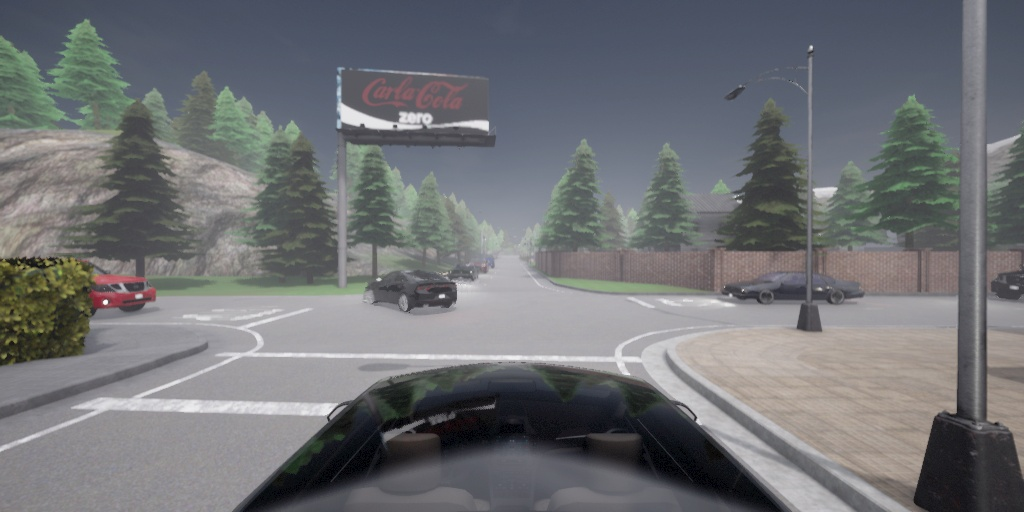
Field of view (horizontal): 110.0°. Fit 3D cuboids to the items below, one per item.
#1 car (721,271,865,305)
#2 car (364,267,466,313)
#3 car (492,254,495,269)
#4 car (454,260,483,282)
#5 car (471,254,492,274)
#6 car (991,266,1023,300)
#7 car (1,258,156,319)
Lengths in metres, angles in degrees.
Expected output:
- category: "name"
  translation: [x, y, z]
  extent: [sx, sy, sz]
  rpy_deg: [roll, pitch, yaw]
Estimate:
- category: "car"
  translation: [12.549, 1.388, 16.182]
  extent: [5.357, 1.411, 2.033]
  rpy_deg: [0, 0, 1]
- category: "car"
  translation: [-4.273, 1.301, 14.709]
  extent: [1.882, 1.535, 5.008]
  rpy_deg: [1, -1, -44]
- category: "car"
  translation: [-3.569, 0.684, 50.112]
  extent: [2.150, 2.045, 5.566]
  rpy_deg: [0, 1, 0]
- category: "car"
  translation: [-3.590, 1.199, 27.317]
  extent: [1.895, 1.301, 4.718]
  rpy_deg: [0, 0, 0]
- category: "car"
  translation: [-3.585, 0.891, 37.442]
  extent: [2.097, 1.767, 4.553]
  rpy_deg: [0, 0, 0]
- category: "car"
  translation: [25.184, 1.065, 15.957]
  extent: [5.566, 2.045, 2.150]
  rpy_deg: [0, 0, 1]
- category: "car"
  translation: [-16.022, 1.084, 12.429]
  extent: [5.566, 2.045, 2.150]
  rpy_deg: [0, 0, -7]
